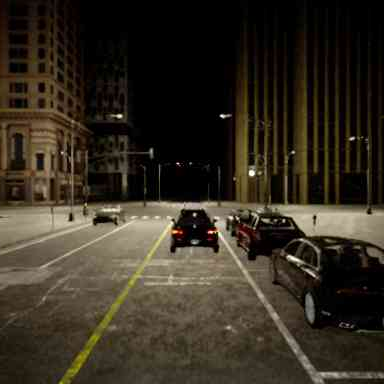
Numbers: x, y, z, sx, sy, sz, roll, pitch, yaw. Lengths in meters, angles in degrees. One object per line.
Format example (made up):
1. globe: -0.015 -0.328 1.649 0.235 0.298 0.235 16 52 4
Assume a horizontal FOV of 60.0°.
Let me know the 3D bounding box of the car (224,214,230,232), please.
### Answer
1. car: 2.756 1.569 18.053 2.008 1.369 4.403 0 0 0

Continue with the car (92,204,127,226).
1. car: -5.770 1.574 23.691 2.008 1.369 4.403 0 0 0

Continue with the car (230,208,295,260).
1. car: 2.758 1.453 12.413 1.967 1.590 4.097 0 0 0

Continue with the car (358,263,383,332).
1. car: 2.760 1.527 1.300 1.752 1.417 4.829 0 0 0

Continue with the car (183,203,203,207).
1. car: 0.075 1.515 23.426 2.128 1.511 4.902 0 0 0

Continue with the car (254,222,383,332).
1. car: 2.759 1.558 6.771 2.008 1.369 4.403 0 0 0

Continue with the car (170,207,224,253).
1. car: 0.092 1.540 13.688 1.812 1.442 4.674 0 0 0
